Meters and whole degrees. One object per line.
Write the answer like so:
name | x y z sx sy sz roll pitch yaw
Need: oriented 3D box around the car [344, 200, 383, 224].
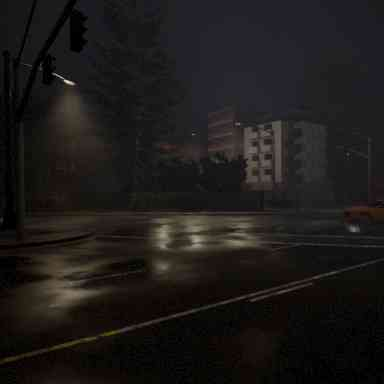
car | 12.384 1.206 21.202 5.008 1.535 1.882 -1 1 7

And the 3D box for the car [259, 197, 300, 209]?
car | 9.981 1.193 38.051 1.895 1.301 4.718 -1 1 -35

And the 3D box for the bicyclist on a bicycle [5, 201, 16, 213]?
bicyclist on a bicycle | -18.106 1.346 33.202 0.582 1.620 1.656 -1 1 9
